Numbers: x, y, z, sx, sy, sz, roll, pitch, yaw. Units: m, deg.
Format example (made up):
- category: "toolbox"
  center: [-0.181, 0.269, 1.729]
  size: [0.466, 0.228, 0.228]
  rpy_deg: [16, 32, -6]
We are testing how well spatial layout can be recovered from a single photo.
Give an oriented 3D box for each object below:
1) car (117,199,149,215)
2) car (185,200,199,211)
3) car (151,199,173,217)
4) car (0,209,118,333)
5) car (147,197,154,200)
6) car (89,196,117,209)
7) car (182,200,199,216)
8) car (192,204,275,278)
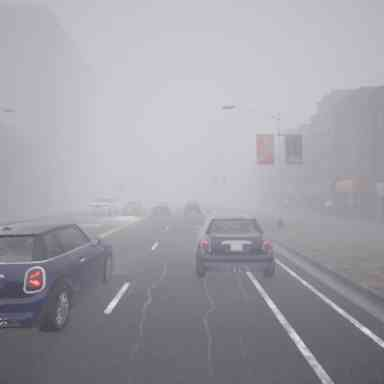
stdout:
- category: "car"
  center: [-6.593, 1.772, 37.664]
  size: [2.128, 1.511, 4.902]
  rpy_deg: [0, -1, 0]
- category: "car"
  center: [0.004, 1.894, 48.065]
  size: [1.837, 1.490, 4.892]
  rpy_deg: [0, 0, 0]
- category: "car"
  center: [-3.152, 1.784, 34.758]
  size: [1.812, 1.442, 4.674]
  rpy_deg: [0, 0, 0]
- category: "car"
  center: [-3.151, 1.410, 7.071]
  size: [2.097, 1.767, 4.553]
  rpy_deg: [0, 0, 0]
- category: "car"
  center: [-9.757, 1.948, 78.161]
  size: [2.097, 1.767, 4.553]
  rpy_deg: [0, -1, 0]
- category: "car"
  center: [-9.843, 1.500, 37.556]
  size: [2.150, 2.045, 5.566]
  rpy_deg: [0, 0, 1]
- category: "car"
  center: [0.051, 1.771, 35.728]
  size: [1.837, 1.490, 4.892]
  rpy_deg: [0, 0, 0]
- category: "car"
  center: [1.136, 1.436, 10.593]
  size: [2.097, 1.767, 4.553]
  rpy_deg: [0, 0, 0]
